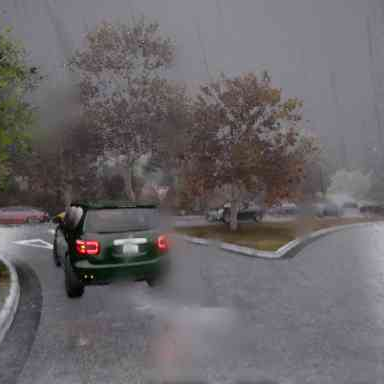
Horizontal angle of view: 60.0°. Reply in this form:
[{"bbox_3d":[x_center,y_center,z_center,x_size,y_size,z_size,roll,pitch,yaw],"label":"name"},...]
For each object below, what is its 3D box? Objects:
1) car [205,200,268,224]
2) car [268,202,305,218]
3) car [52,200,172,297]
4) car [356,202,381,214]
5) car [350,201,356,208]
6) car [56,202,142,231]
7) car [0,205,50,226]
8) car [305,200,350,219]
[{"bbox_3d":[3.262,1.423,25.741,4.553,1.767,2.097,1,0,-32],"label":"car"},{"bbox_3d":[8.705,1.719,33.083,4.674,1.442,1.812,1,-1,-35],"label":"car"},{"bbox_3d":[-2.387,1.217,8.949,2.150,2.045,5.566,0,0,-26],"label":"car"},{"bbox_3d":[22.261,1.978,41.484,1.895,1.301,4.718,0,0,36],"label":"car"},{"bbox_3d":[24.923,2.001,52.248,1.895,1.301,4.718,0,0,24],"label":"car"},{"bbox_3d":[-5.857,1.474,21.022,5.008,1.535,1.882,0,0,-23],"label":"car"},{"bbox_3d":[-11.865,1.552,22.344,4.181,1.385,1.994,0,0,-9],"label":"car"},{"bbox_3d":[12.592,1.783,31.927,5.357,1.411,2.033,1,-1,-38],"label":"car"}]
